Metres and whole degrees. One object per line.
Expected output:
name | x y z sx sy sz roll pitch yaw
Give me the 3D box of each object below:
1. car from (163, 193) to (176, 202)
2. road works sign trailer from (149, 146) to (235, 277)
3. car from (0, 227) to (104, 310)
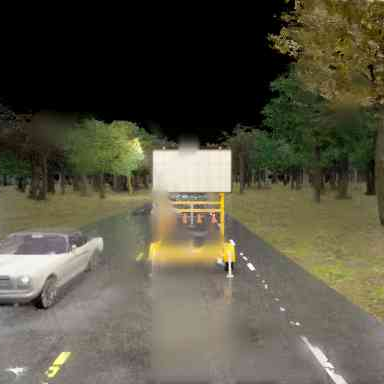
car | -3.591 0.681 51.131 2.097 1.767 4.553 0 2 0
road works sign trailer | 0.000 0.434 10.087 2.380 3.560 2.880 0 0 0
car | -3.601 1.582 7.869 1.895 1.301 4.718 0 0 0
